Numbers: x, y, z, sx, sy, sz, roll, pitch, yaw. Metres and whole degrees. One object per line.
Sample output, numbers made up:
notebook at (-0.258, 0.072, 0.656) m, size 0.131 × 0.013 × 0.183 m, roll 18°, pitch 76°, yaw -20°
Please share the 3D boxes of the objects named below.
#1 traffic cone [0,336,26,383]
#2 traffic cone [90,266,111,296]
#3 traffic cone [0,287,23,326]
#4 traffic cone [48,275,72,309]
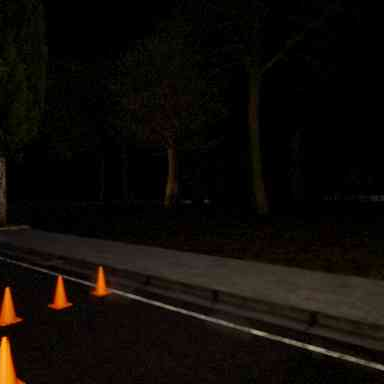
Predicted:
traffic cone at (-2.135, 1.953, 3.803) m, size 0.340 × 0.580 × 0.340 m, roll 0°, pitch 0°, yaw 35°
traffic cone at (-2.033, 1.952, 7.405) m, size 0.340 × 0.580 × 0.340 m, roll 0°, pitch 0°, yaw 36°
traffic cone at (-3.189, 1.951, 5.776) m, size 0.340 × 0.580 × 0.340 m, roll 0°, pitch 0°, yaw 35°
traffic cone at (-2.611, 1.951, 6.591) m, size 0.340 × 0.580 × 0.340 m, roll 0°, pitch 0°, yaw 35°
